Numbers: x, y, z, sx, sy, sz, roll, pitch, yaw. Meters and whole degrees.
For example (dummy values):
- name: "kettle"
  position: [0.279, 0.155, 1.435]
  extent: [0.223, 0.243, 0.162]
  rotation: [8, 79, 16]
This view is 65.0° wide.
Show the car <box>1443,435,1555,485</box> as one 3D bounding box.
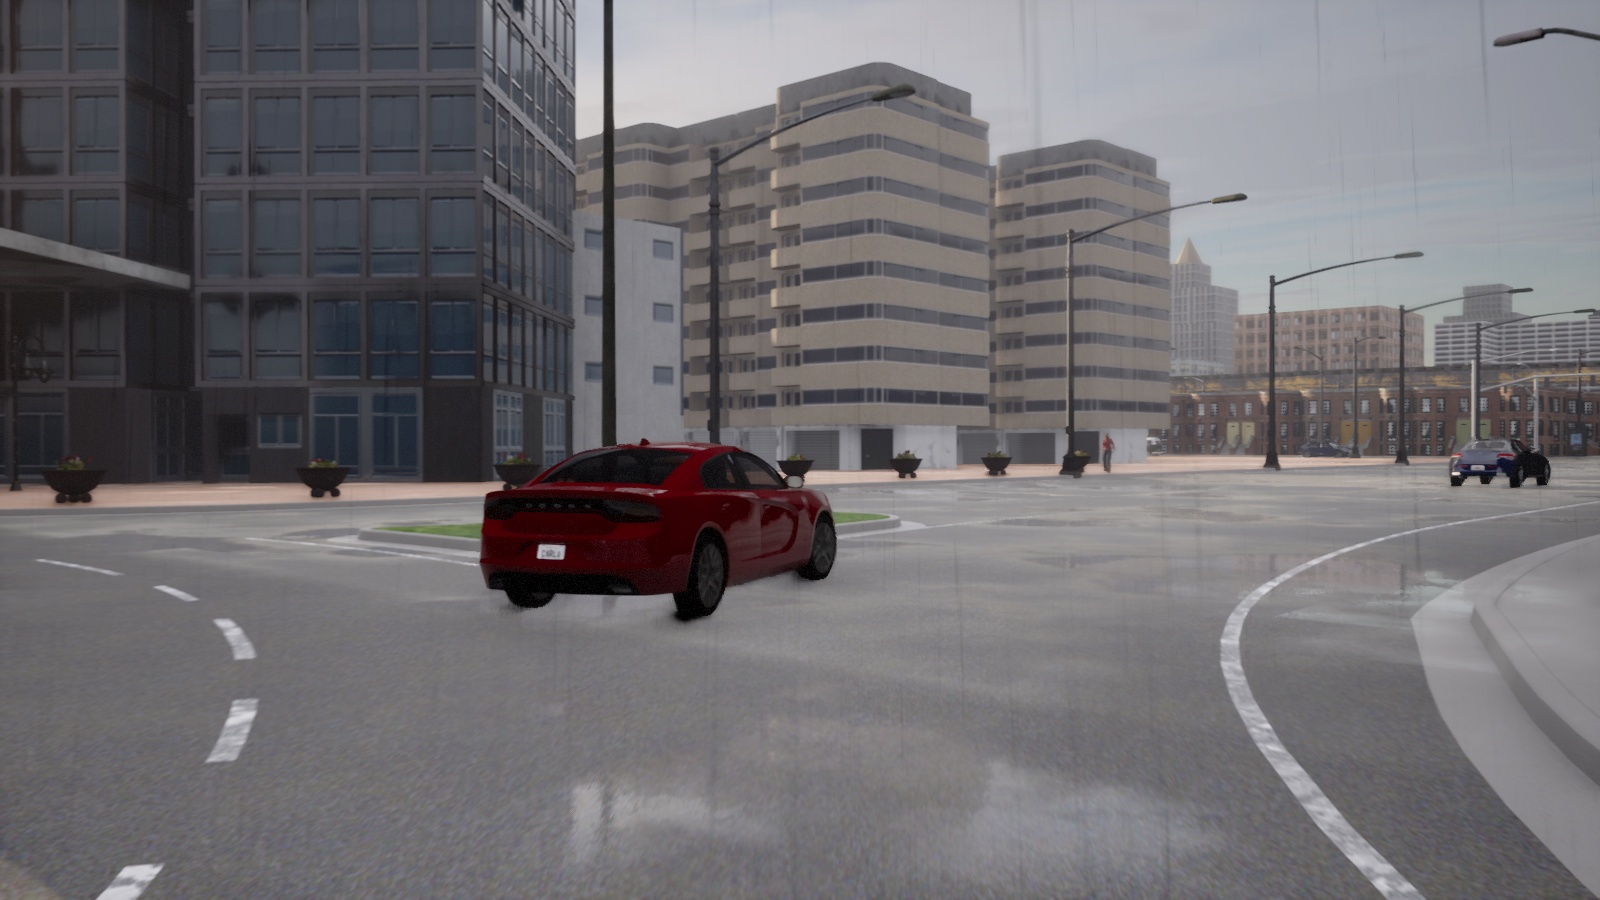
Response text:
- name: "car"
  position: [24.156, 0.312, 43.305]
  extent: [2.152, 1.651, 5.027]
  rotation: [0, 0, 44]

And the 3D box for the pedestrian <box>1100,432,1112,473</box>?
- name: "pedestrian"
  position: [13.543, 0.108, 55.560]
  extent: [0.331, 1.846, 0.636]
  rotation: [0, 0, 34]

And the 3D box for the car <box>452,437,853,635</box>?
- name: "car"
  position: [-1.134, 0.654, 12.422]
  extent: [1.882, 1.535, 5.008]
  rotation: [0, 0, 20]
